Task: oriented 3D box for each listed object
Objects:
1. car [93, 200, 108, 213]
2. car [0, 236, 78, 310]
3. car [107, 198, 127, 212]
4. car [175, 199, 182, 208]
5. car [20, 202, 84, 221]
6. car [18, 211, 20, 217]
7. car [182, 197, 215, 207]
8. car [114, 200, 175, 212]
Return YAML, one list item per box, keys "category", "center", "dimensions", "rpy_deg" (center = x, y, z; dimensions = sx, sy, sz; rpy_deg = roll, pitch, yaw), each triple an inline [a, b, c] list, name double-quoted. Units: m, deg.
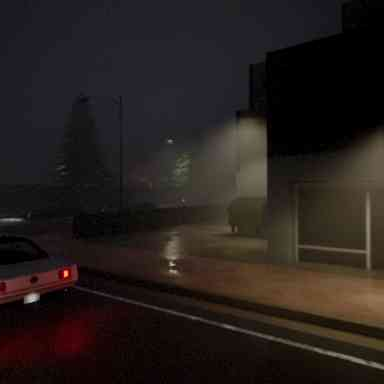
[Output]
- category: "car"
  center: [-9.129, 1.550, 38.514]
  dimensions: [2.097, 1.767, 4.553]
  rpy_deg: [0, 0, 36]
- category: "car"
  center: [-4.678, 1.654, 7.368]
  dimensions: [4.718, 1.301, 1.895]
  rpy_deg: [-1, 0, 37]
- category: "car"
  center: [-6.508, 1.700, 36.172]
  dimensions: [1.812, 1.442, 4.674]
  rpy_deg: [0, 0, 36]
- category: "car"
  center: [-0.863, 1.687, 49.733]
  dimensions: [2.128, 1.511, 4.902]
  rpy_deg: [0, 0, 37]
- category: "car"
  center: [-11.754, 1.667, 28.943]
  dimensions: [2.128, 1.511, 4.902]
  rpy_deg: [0, 0, 36]
- category: "car"
  center: [-14.139, 1.763, 31.613]
  dimensions: [1.994, 1.385, 4.181]
  rpy_deg: [0, 0, 36]
- category: "car"
  center: [1.253, 1.527, 46.723]
  dimensions: [2.097, 1.767, 4.553]
  rpy_deg: [0, -1, 37]
- category: "car"
  center: [-3.860, 1.653, 27.695]
  dimensions: [1.812, 1.442, 4.674]
  rpy_deg: [0, 0, 37]
